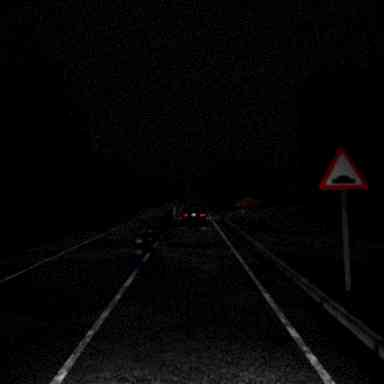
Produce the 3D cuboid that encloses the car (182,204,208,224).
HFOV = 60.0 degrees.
[{"bbox_3d":[0.231,1.635,25.552,2.033,1.411,5.357,0,0,2],"label":"car"}]

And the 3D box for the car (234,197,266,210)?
[{"bbox_3d":[7.259,1.417,41.157,1.882,1.535,5.008,-7,-6,44],"label":"car"}]
